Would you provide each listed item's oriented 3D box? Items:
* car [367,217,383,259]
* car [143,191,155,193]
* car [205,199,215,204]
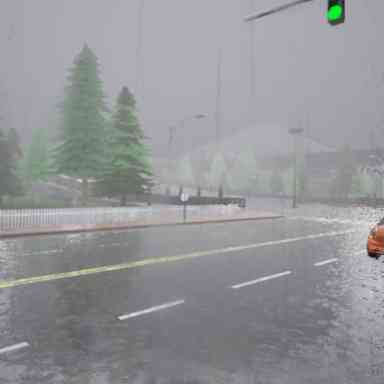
[{"bbox_3d":[8.229,1.478,12.035,4.553,1.767,2.097,1,1,-41],"label":"car"},{"bbox_3d":[-8.731,0.171,65.972,1.895,1.301,4.718,1,6,-43],"label":"car"},{"bbox_3d":[2.979,1.417,53.515,1.895,1.301,4.718,1,2,-44],"label":"car"}]
